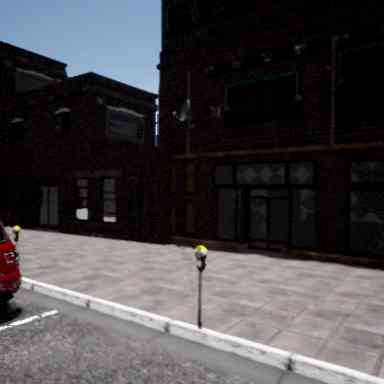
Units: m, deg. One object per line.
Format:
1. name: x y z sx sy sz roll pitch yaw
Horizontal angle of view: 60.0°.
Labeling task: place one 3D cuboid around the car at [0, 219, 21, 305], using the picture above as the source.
1. car: -5.474 1.339 6.759 5.009 1.841 2.192 0 1 36
